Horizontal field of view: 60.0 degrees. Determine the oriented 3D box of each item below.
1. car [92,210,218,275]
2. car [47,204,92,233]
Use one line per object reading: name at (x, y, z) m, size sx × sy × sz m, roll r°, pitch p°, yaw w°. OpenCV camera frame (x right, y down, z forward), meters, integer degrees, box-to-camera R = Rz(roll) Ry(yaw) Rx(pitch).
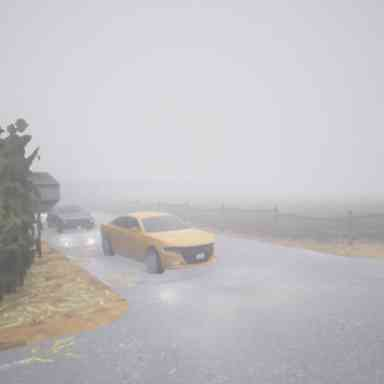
car at (-1.263, 1.383, 10.542) m, size 1.882 × 1.535 × 5.008 m, roll -1°, pitch 1°, yaw -36°
car at (-7.305, 1.453, 19.658) m, size 2.033 × 1.411 × 5.357 m, roll -1°, pitch 1°, yaw -32°
